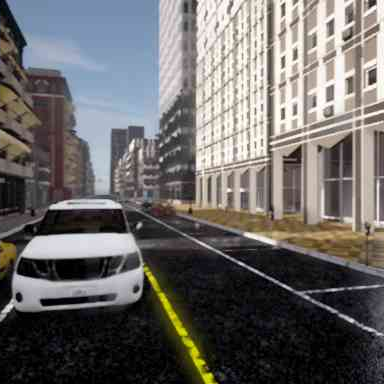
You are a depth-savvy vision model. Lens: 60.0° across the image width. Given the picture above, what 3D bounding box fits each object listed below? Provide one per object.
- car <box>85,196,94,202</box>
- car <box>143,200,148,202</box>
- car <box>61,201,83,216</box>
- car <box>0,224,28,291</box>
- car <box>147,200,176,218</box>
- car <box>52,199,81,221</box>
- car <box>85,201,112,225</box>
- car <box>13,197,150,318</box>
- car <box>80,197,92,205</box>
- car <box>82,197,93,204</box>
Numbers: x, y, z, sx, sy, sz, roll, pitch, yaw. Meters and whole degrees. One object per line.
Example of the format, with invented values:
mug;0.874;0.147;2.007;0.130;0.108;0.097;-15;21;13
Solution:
car;-24.390;1.737;79.332;1.802;1.307;4.206;0;0;-15
car;-5.583;1.639;41.763;2.008;1.369;4.403;0;0;-15
car;-12.213;1.634;34.135;1.802;1.307;4.206;0;0;-15
car;-4.850;1.528;6.694;1.752;1.417;4.829;0;0;-15
car;-2.655;1.612;30.851;1.887;1.381;4.507;0;0;-15
car;-10.749;1.482;28.680;1.967;1.590;4.097;0;0;-15
car;-7.166;1.547;25.712;1.837;1.490;4.892;0;0;-15
car;-2.508;1.233;7.961;2.150;2.045;5.566;0;0;-15
car;-19.531;1.662;61.414;2.008;1.369;4.403;0;0;-15
car;-20.994;1.675;66.869;2.008;1.369;4.403;0;0;-15
